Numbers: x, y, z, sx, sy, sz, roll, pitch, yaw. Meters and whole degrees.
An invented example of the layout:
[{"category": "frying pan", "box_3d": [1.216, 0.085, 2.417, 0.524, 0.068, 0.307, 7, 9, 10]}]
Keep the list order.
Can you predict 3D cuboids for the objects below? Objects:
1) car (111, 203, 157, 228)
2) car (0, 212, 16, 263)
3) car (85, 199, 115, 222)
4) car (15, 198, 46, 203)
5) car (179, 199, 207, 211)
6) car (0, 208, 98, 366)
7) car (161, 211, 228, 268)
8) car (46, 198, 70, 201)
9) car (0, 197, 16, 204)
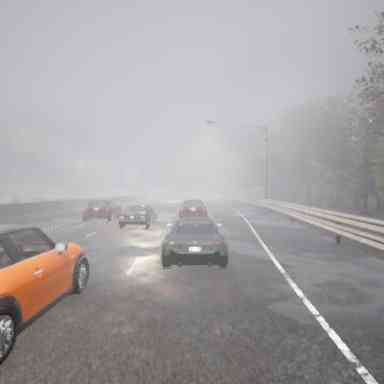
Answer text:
[{"category": "car", "box_3d": [-3.427, 1.501, 21.598, 2.033, 1.411, 5.357, 0, 0, 0]}, {"category": "car", "box_3d": [-6.921, 1.458, 8.793, 1.882, 1.535, 5.008, 0, 0, 0]}, {"category": "car", "box_3d": [-6.910, 1.298, 26.183, 2.097, 1.767, 4.553, 0, 0, 0]}, {"category": "car", "box_3d": [-21.063, 1.467, 44.853, 2.033, 1.411, 5.357, 0, 0, 0]}, {"category": "car", "box_3d": [0.091, 1.298, 26.182, 2.097, 1.767, 4.553, 0, 0, 0]}, {"category": "car", "box_3d": [-3.436, 1.338, 5.867, 2.097, 1.767, 4.553, 0, 0, 0]}, {"category": "car", "box_3d": [0.087, 1.539, 11.170, 1.994, 1.385, 4.181, 0, 0, 0]}, {"category": "car", "box_3d": [-17.566, 1.484, 45.125, 1.994, 1.385, 4.181, 0, 0, 0]}, {"category": "car", "box_3d": [-24.561, 1.445, 44.974, 1.812, 1.442, 4.674, 0, 0, 0]}]
